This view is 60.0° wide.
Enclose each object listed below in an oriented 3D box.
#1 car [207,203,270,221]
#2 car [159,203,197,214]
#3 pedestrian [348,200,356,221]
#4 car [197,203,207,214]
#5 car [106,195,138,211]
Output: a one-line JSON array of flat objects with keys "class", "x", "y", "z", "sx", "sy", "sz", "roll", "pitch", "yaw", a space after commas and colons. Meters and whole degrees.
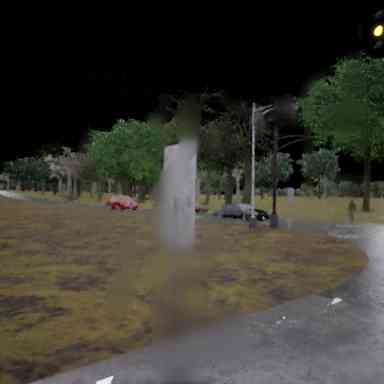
[{"class": "car", "x": 3.976, "y": 1.653, "z": 27.845, "sx": 2.033, "sy": 1.411, "sz": 5.357, "roll": 2, "pitch": -2, "yaw": -36}, {"class": "car", "x": -1.833, "y": 1.787, "z": 35.903, "sx": 1.994, "sy": 1.385, "sz": 4.181, "roll": 2, "pitch": -2, "yaw": -37}, {"class": "pedestrian", "x": 13.366, "y": 1.523, "z": 27.816, "sx": 0.375, "sy": 1.860, "sz": 0.375, "roll": 1, "pitch": -1, "yaw": -36}, {"class": "car", "x": -0.225, "y": 1.957, "z": 40.025, "sx": 1.895, "sy": 1.301, "sz": 4.718, "roll": 2, "pitch": -2, "yaw": -36}, {"class": "car", "x": -9.674, "y": 1.550, "z": 46.881, "sx": 2.150, "sy": 2.045, "sz": 5.566, "roll": 2, "pitch": 0, "yaw": -35}]
